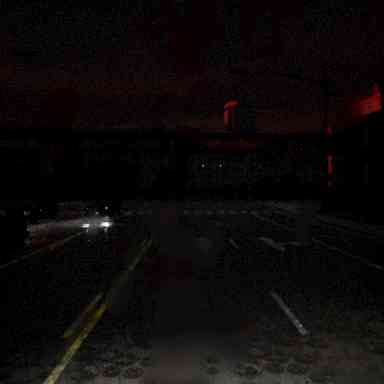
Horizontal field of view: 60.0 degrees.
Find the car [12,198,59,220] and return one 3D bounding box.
[{"bbox_3d":[-10.712,1.217,22.396,1.882,1.535,5.008,0,0,0],"label":"car"}]

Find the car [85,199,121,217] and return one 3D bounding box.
[{"bbox_3d":[-7.203,1.259,27.366,1.895,1.301,4.718,0,1,0],"label":"car"}]

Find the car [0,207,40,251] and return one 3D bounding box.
[{"bbox_3d":[-7.167,1.432,10.587,2.033,1.411,5.357,0,1,0],"label":"car"}]
